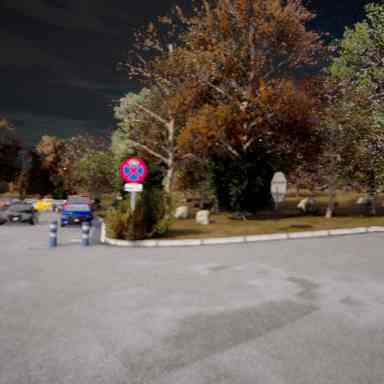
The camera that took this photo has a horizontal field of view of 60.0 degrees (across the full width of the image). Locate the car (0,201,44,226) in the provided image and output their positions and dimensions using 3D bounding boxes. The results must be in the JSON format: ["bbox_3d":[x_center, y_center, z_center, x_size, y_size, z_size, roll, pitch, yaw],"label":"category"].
[{"bbox_3d":[-11.579,1.493,22.562,1.994,1.385,4.181,1,-1,-18],"label":"car"}]

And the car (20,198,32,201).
[{"bbox_3d":[-22.516,1.650,47.071,4.892,1.521,2.231,-1,-1,40],"label":"car"}]

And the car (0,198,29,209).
[{"bbox_3d":[-27.091,1.703,50.434,5.008,1.535,2.097,0,0,34],"label":"car"}]

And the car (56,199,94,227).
[{"bbox_3d":[-7.781,1.490,22.788,2.097,1.535,5.008,1,-1,-17],"label":"car"}]

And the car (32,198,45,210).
[{"bbox_3d":[-18.571,1.644,43.102,2.097,1.535,5.008,1,-1,-42],"label":"car"}]

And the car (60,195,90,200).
[{"bbox_3d":[-9.711,1.284,28.466,2.435,2.045,5.566,1,-1,-22],"label":"car"}]

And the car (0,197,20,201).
[{"bbox_3d":[-25.584,1.516,44.829,4.553,1.767,2.097,-1,-1,41],"label":"car"}]

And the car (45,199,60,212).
[{"bbox_3d":[-15.040,1.623,38.576,2.231,1.521,4.892,1,0,-34],"label":"car"}]
